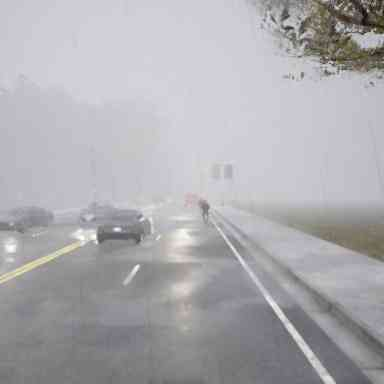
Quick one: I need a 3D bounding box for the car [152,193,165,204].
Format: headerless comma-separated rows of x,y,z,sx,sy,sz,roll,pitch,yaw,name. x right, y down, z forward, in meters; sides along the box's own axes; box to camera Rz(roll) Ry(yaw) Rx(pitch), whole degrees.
-6.544,1.242,64.949,2.150,2.045,5.566,0,0,0,car

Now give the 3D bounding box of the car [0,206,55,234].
-9.861,1.532,19.454,2.033,1.411,5.357,0,0,0,car

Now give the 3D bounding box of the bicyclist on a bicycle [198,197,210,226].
0.881,1.354,21.855,0.659,1.776,1.843,0,0,0,bicyclist on a bicycle

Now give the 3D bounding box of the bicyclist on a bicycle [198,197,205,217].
0.876,1.351,31.056,0.659,1.776,1.843,0,0,0,bicyclist on a bicycle

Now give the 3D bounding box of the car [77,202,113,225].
-6.608,1.474,23.687,2.128,1.511,4.902,0,0,0,car

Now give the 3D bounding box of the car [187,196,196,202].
-0.038,1.537,73.875,1.994,1.385,4.181,0,0,0,car

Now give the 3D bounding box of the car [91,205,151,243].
-3.159,1.550,16.063,1.994,1.385,4.181,0,0,0,car

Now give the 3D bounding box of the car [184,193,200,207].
0.032,1.200,51.138,2.150,2.045,5.566,0,0,0,car

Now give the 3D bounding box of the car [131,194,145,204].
-9.816,1.329,60.647,2.097,1.767,4.553,0,0,1,car
